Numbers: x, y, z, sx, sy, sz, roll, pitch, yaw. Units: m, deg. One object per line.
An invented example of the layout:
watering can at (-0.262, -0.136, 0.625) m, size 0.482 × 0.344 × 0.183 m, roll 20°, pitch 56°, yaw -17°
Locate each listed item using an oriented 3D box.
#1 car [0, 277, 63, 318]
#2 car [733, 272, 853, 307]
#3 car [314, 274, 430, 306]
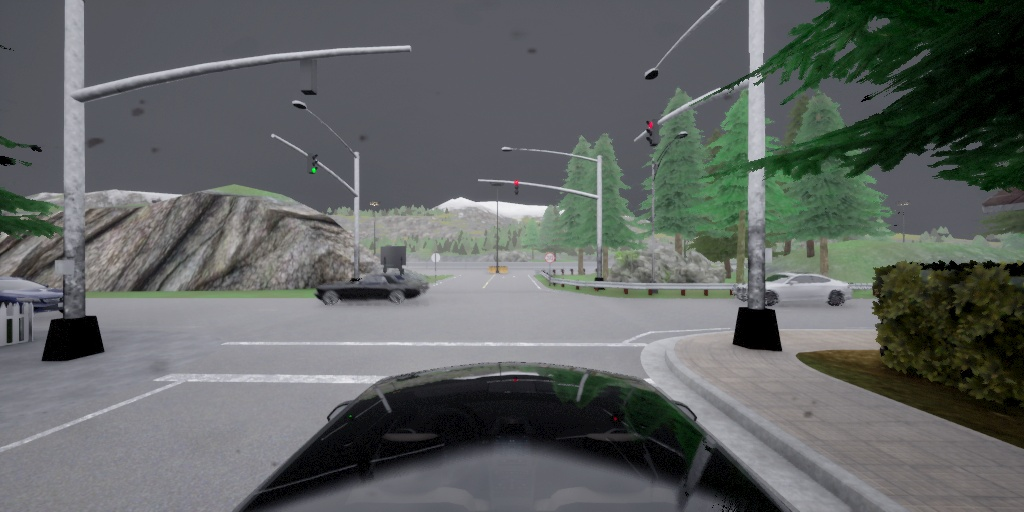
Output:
car at (-18.275, 1.467, 12.735) m, size 4.674 × 1.442 × 1.812 m, roll 0°, pitch 0°, yaw 0°
car at (12.632, 1.467, 16.259) m, size 4.674 × 1.442 × 1.812 m, roll 0°, pitch 0°, yaw 0°
car at (-6.300, 1.481, 16.354) m, size 4.718 × 1.301 × 1.895 m, roll -1°, pitch 0°, yaw 0°
